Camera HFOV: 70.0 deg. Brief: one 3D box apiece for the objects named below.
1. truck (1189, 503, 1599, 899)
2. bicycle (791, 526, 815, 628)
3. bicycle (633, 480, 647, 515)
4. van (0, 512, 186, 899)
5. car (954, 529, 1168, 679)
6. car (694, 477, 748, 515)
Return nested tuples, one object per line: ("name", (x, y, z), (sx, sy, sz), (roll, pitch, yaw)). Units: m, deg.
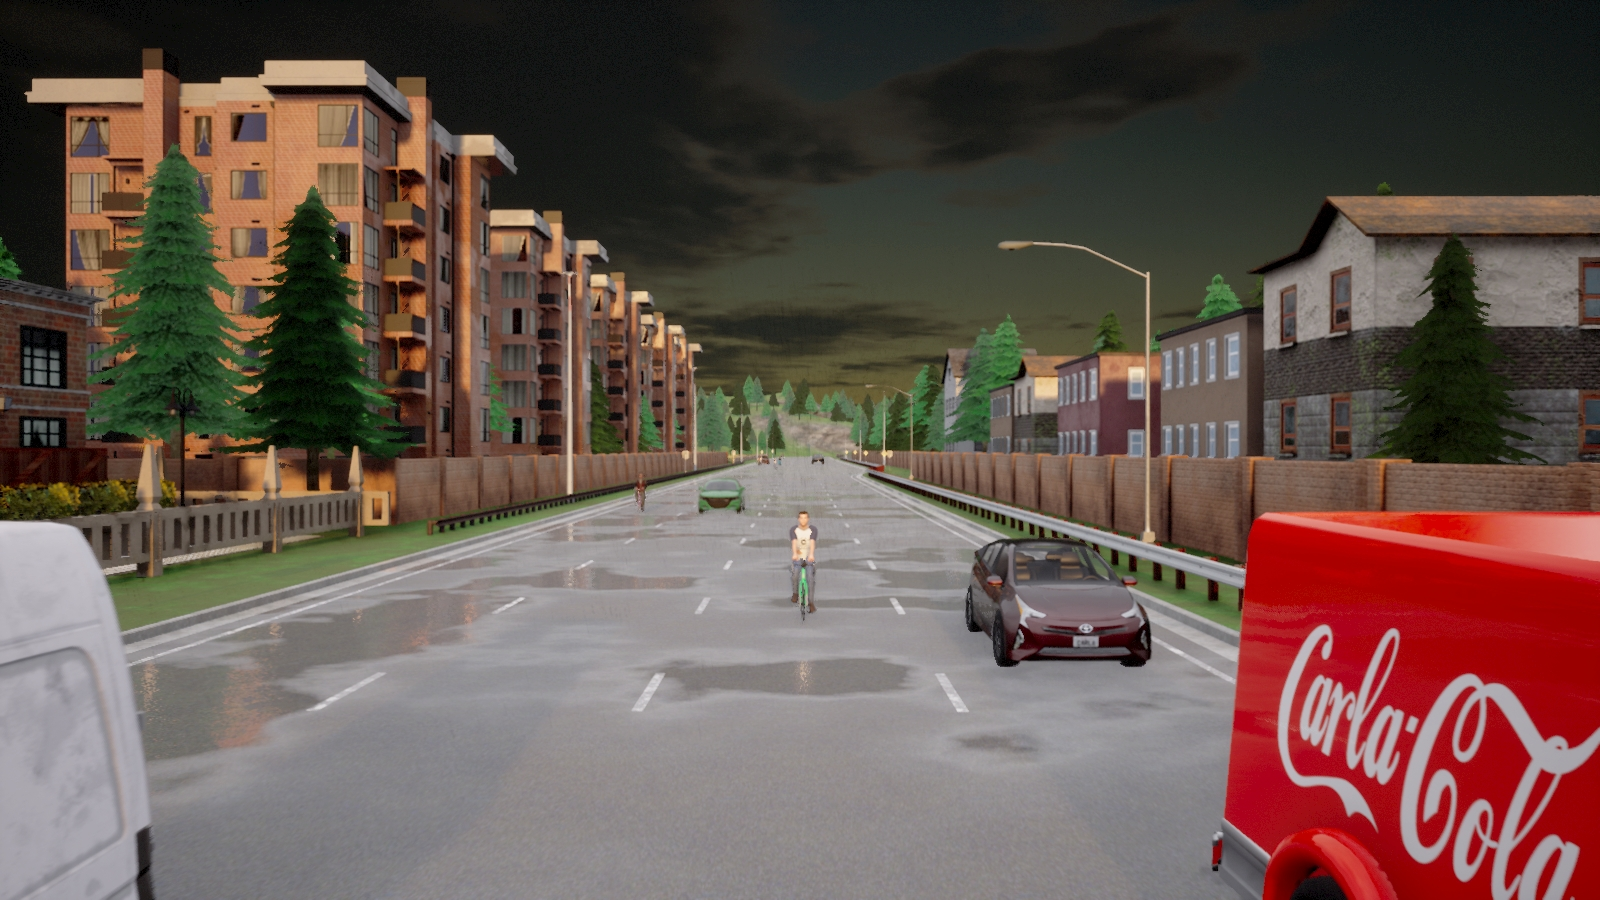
("truck", (3.492, 1.558, 3.747), (2.627, 2.467, 5.204), (0, 1, 0))
("bicycle", (0.056, 2.056, 18.816), (0.373, 1.496, 1.643), (0, 0, 1))
("bicycle", (-6.994, 2.061, 49.987), (0.329, 1.471, 1.835), (0, 0, 0))
("van", (-3.500, 1.534, 1.710), (1.988, 2.561, 5.915), (0, 0, 0))
("car", (3.499, 2.040, 16.232), (2.007, 1.525, 4.514), (0, 0, 0))
("car", (-3.501, 2.035, 51.730), (2.097, 1.535, 5.006), (0, 0, 0))
